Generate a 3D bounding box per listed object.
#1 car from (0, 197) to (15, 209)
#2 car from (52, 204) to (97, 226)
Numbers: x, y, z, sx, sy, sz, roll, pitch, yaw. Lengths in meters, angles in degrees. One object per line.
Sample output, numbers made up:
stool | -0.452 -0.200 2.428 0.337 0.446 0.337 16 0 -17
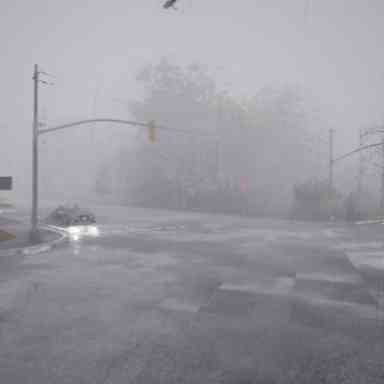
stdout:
car | -23.901 1.382 42.272 1.882 1.535 5.008 1 0 -40
car | -8.328 1.552 23.387 1.994 1.385 4.181 1 0 -40
